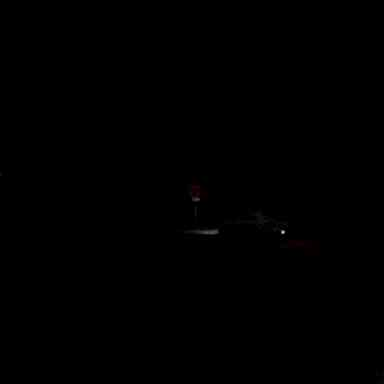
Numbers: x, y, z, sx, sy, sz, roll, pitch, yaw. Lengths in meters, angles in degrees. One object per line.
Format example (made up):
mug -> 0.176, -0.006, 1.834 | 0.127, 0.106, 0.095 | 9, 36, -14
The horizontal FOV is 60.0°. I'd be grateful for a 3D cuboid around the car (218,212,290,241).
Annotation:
car -> 3.410, 1.843, 18.893 | 1.812, 1.442, 4.674 | 1, -2, -32
